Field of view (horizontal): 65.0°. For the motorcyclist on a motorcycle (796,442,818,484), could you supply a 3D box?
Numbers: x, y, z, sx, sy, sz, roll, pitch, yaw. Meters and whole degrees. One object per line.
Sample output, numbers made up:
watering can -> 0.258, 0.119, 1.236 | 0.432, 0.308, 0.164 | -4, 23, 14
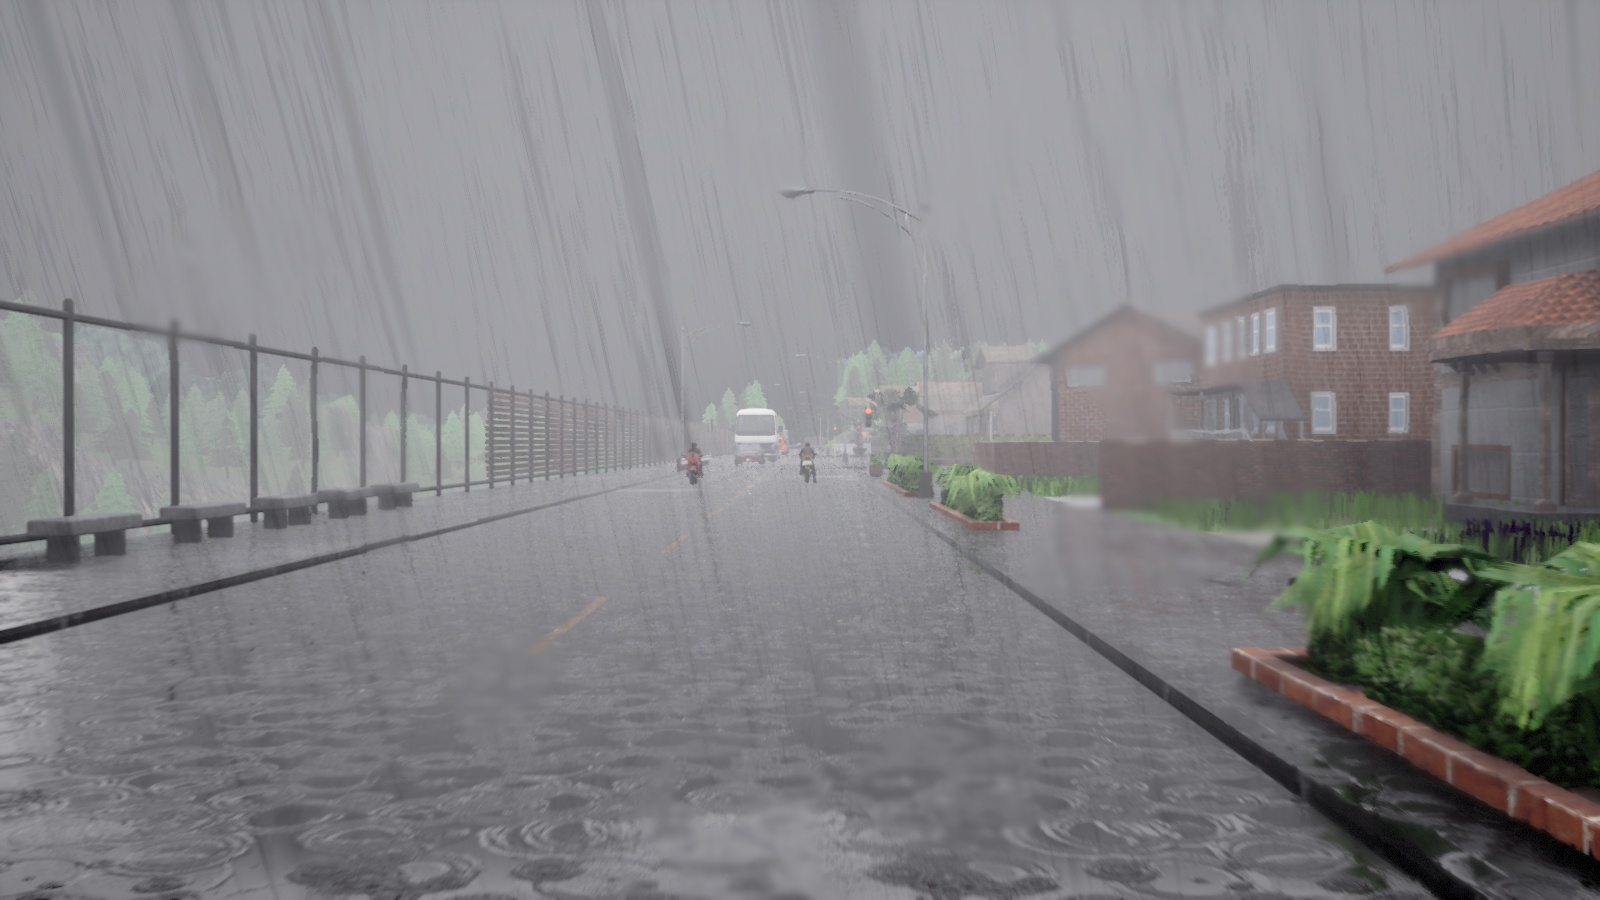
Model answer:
motorcyclist on a motorcycle -> 0.273, 0.465, 46.721 | 0.797, 1.523, 2.044 | 0, 0, 0

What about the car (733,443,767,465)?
car -> -3.494, 0.244, 88.568 | 2.163, 1.488, 4.792 | 0, 0, 0

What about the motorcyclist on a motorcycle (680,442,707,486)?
motorcyclist on a motorcycle -> -3.740, 0.476, 44.251 | 0.797, 1.523, 2.044 | 0, 0, 0
